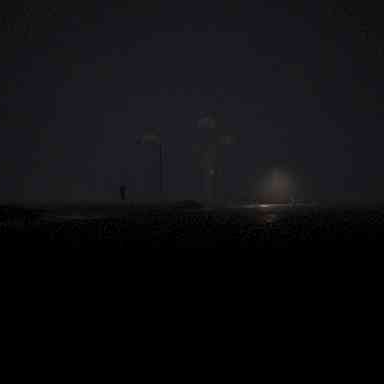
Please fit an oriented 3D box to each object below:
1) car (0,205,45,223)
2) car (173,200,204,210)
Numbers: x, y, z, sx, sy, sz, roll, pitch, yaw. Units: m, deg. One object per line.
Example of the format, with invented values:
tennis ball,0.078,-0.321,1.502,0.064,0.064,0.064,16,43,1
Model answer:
car,-14.296,1.679,26.473,1.895,1.301,4.718,1,0,36
car,-0.422,1.745,45.900,2.033,1.411,5.357,1,0,35
